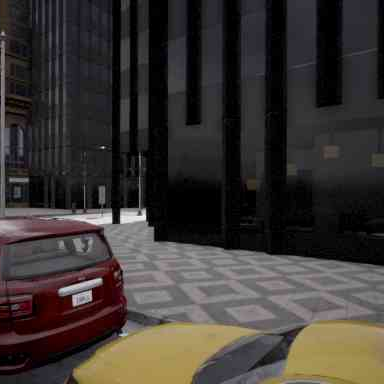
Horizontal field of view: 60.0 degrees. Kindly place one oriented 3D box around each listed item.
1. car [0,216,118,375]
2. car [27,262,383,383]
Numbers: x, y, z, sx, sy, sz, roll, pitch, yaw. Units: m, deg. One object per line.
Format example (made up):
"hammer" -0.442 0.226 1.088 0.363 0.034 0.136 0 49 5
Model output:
"car" -3.217 1.314 5.249 5.009 1.841 2.192 0 0 35
"car" 1.064 1.525 2.200 4.829 1.417 1.752 0 0 35
